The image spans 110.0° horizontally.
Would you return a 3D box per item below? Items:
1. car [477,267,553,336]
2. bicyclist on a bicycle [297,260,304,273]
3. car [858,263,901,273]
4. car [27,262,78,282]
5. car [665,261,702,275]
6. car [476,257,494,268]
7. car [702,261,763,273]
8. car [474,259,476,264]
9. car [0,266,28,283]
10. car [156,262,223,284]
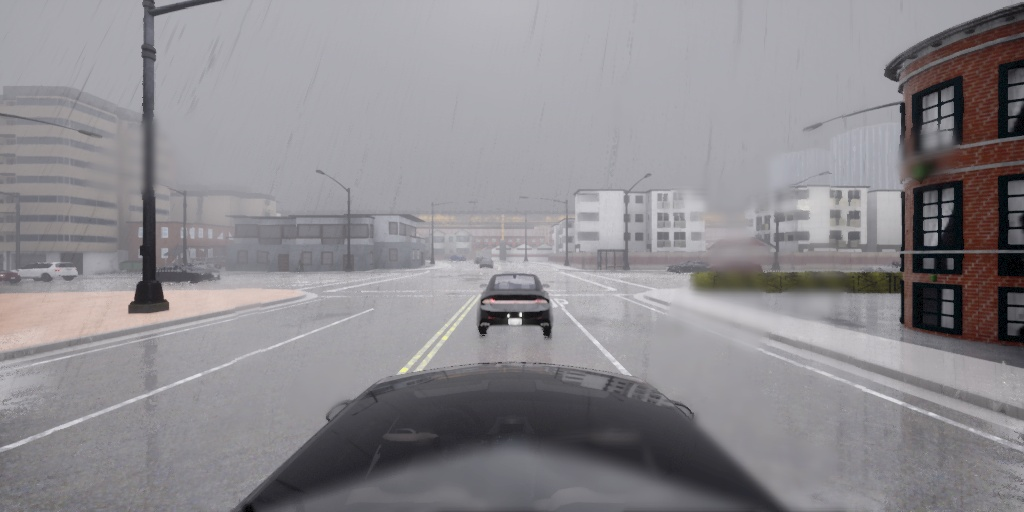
[{"bbox_3d":[0.079,1.242,10.389,2.128,1.511,4.902,0,0,0],"label":"car"},{"bbox_3d":[-26.390,1.267,44.768,0.582,1.620,1.656,-1,0,-1],"label":"bicyclist on a bicycle"},{"bbox_3d":[40.277,1.350,38.200,4.718,1.301,1.895,0,0,11],"label":"car"},{"bbox_3d":[-50.143,1.704,38.370,5.566,2.045,2.150,-1,0,-1],"label":"car"},{"bbox_3d":[19.482,1.241,39.366,4.902,1.511,2.128,0,0,2],"label":"car"},{"bbox_3d":[-3.643,1.068,52.107,2.033,1.411,5.357,0,1,0],"label":"car"},{"bbox_3d":[22.195,1.227,35.791,5.008,1.535,1.882,0,0,2],"label":"car"},{"bbox_3d":[-5.533,0.806,64.163,1.994,1.385,4.181,0,1,-16],"label":"car"},{"bbox_3d":[-50.881,2.024,34.859,4.674,1.442,1.812,-1,0,-1],"label":"car"},{"bbox_3d":[-25.809,1.454,28.302,4.902,1.511,2.128,-1,0,-1],"label":"car"}]
